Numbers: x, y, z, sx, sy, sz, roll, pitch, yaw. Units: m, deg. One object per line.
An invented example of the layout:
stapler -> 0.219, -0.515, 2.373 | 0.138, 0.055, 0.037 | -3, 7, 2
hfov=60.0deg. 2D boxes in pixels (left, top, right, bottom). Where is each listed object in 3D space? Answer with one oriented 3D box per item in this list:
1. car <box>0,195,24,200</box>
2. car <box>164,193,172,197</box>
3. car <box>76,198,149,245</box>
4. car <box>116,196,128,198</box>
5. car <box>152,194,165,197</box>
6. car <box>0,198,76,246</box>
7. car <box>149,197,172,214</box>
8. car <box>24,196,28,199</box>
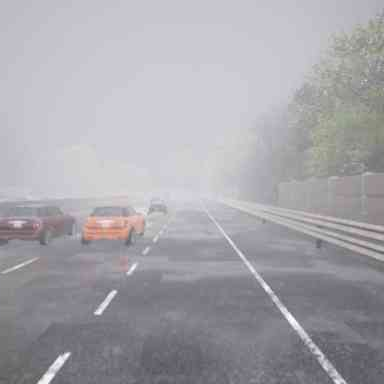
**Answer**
car -> -24.536, 1.361, 46.420 | 2.097, 1.767, 4.553 | 0, 0, 1
car -> -6.999, 1.251, 94.740 | 2.150, 2.045, 5.566 | 0, 0, 0
car -> -3.497, 1.355, 15.613 | 2.097, 1.767, 4.553 | 0, 0, 0
car -> -10.502, 1.363, 50.868 | 2.097, 1.767, 4.553 | 0, 0, 0
car -> -7.000, 1.494, 65.065 | 1.882, 1.535, 5.008 | 0, 0, 0
car -> -6.998, 1.355, 15.455 | 2.097, 1.767, 4.553 | 0, 0, 0
car -> -3.501, 1.534, 35.201 | 1.812, 1.442, 4.674 | 0, 0, 0
car -> -21.041, 1.535, 46.418 | 1.812, 1.442, 4.674 | 0, 0, 1
